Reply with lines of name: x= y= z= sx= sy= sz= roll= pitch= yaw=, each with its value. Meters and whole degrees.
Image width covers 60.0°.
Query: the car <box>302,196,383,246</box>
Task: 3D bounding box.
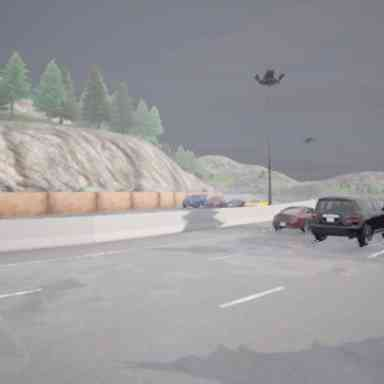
car: x=7.534 y=1.220 z=15.487 sx=2.150 sy=2.045 sz=5.566 roll=0 pitch=0 yaw=45

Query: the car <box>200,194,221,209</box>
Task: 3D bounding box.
car: x=3.305 y=1.451 z=45.970 sx=2.097 sy=1.767 sz=4.553 roll=0 pitch=0 yaw=26

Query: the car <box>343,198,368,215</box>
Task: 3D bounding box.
car: x=17.281 y=1.484 z=34.995 sx=2.128 sy=1.511 sz=4.902 roll=0 pitch=0 yaw=29

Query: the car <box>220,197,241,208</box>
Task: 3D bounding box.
car: x=5.925 y=1.571 z=43.460 sx=2.128 sy=1.511 sz=4.902 roll=0 pitch=0 yaw=28

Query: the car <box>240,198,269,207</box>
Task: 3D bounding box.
car: x=7.818 y=1.536 z=39.673 sx=1.882 sy=1.535 sz=5.008 roll=0 pitch=0 yaw=29

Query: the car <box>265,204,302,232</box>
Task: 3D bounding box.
car: x=6.412 y=1.541 z=19.521 sx=1.812 sy=1.442 sz=4.674 roll=0 pitch=0 yaw=42

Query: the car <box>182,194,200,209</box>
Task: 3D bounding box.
car: x=0.576 y=1.340 z=48.283 sx=2.150 sy=2.045 sz=5.566 roll=0 pitch=0 yaw=25
